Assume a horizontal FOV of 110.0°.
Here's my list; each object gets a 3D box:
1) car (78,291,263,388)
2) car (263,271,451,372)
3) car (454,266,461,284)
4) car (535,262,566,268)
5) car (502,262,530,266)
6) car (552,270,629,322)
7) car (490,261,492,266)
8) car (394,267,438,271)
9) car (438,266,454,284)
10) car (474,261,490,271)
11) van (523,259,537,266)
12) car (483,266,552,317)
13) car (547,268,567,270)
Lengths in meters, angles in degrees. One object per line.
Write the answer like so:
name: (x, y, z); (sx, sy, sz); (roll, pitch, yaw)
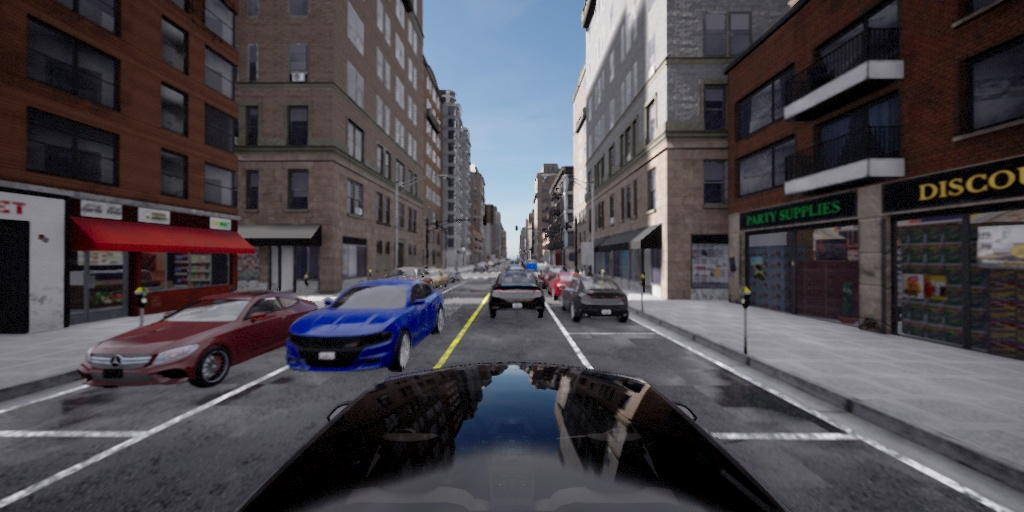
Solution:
car: (-5.361, 1.365, 6.925); (1.802, 1.307, 4.207); (0, 0, 0)
car: (-2.815, 1.268, 7.984); (1.882, 1.535, 5.008); (0, 0, 0)
car: (-5.197, 1.479, 28.997); (2.007, 1.370, 4.403); (0, 0, 0)
car: (2.787, 1.333, 23.428); (1.967, 1.591, 4.097); (0, 0, 0)
car: (0.232, 1.466, 30.727); (1.812, 1.442, 4.674); (0, 0, -2)
car: (2.705, 1.371, 12.391); (2.007, 1.370, 4.403); (0, 0, 0)
car: (-4.953, 1.686, 61.759); (1.888, 1.381, 4.507); (0, 0, 0)
car: (-5.279, 1.296, 17.962); (1.967, 1.591, 4.097); (0, 0, 0)
car: (-5.239, 1.418, 23.309); (1.751, 1.417, 4.829); (0, 0, 0)
car: (-4.996, 1.655, 56.078); (2.007, 1.370, 4.403); (0, 0, 0)
van: (3.029, 1.446, 56.027); (1.690, 1.789, 3.998); (0, 0, 0)
car: (0.178, 1.320, 13.486); (2.128, 1.511, 4.902); (0, 0, 0)
car: (2.746, 1.439, 17.909); (1.802, 1.307, 4.207); (0, 0, 0)
